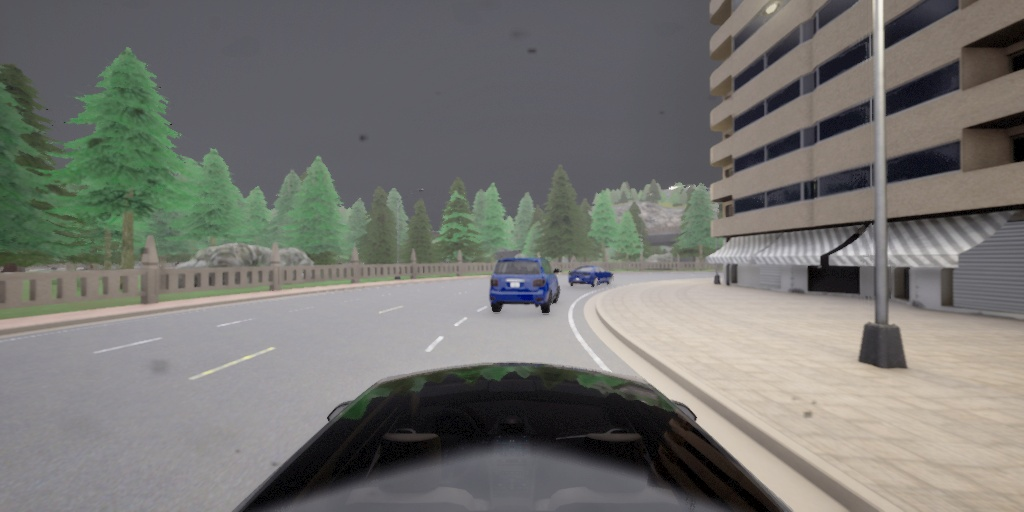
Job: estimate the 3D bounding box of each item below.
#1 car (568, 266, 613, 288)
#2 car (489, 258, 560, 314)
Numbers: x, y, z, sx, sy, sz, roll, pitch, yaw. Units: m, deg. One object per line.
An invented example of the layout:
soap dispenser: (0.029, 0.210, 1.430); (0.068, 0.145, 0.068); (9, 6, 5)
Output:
car: (5.980, 1.468, 26.915); (1.882, 1.535, 5.008); (0, 0, 36)
car: (0.657, 1.089, 14.695); (2.150, 2.045, 5.566); (0, 0, 12)
